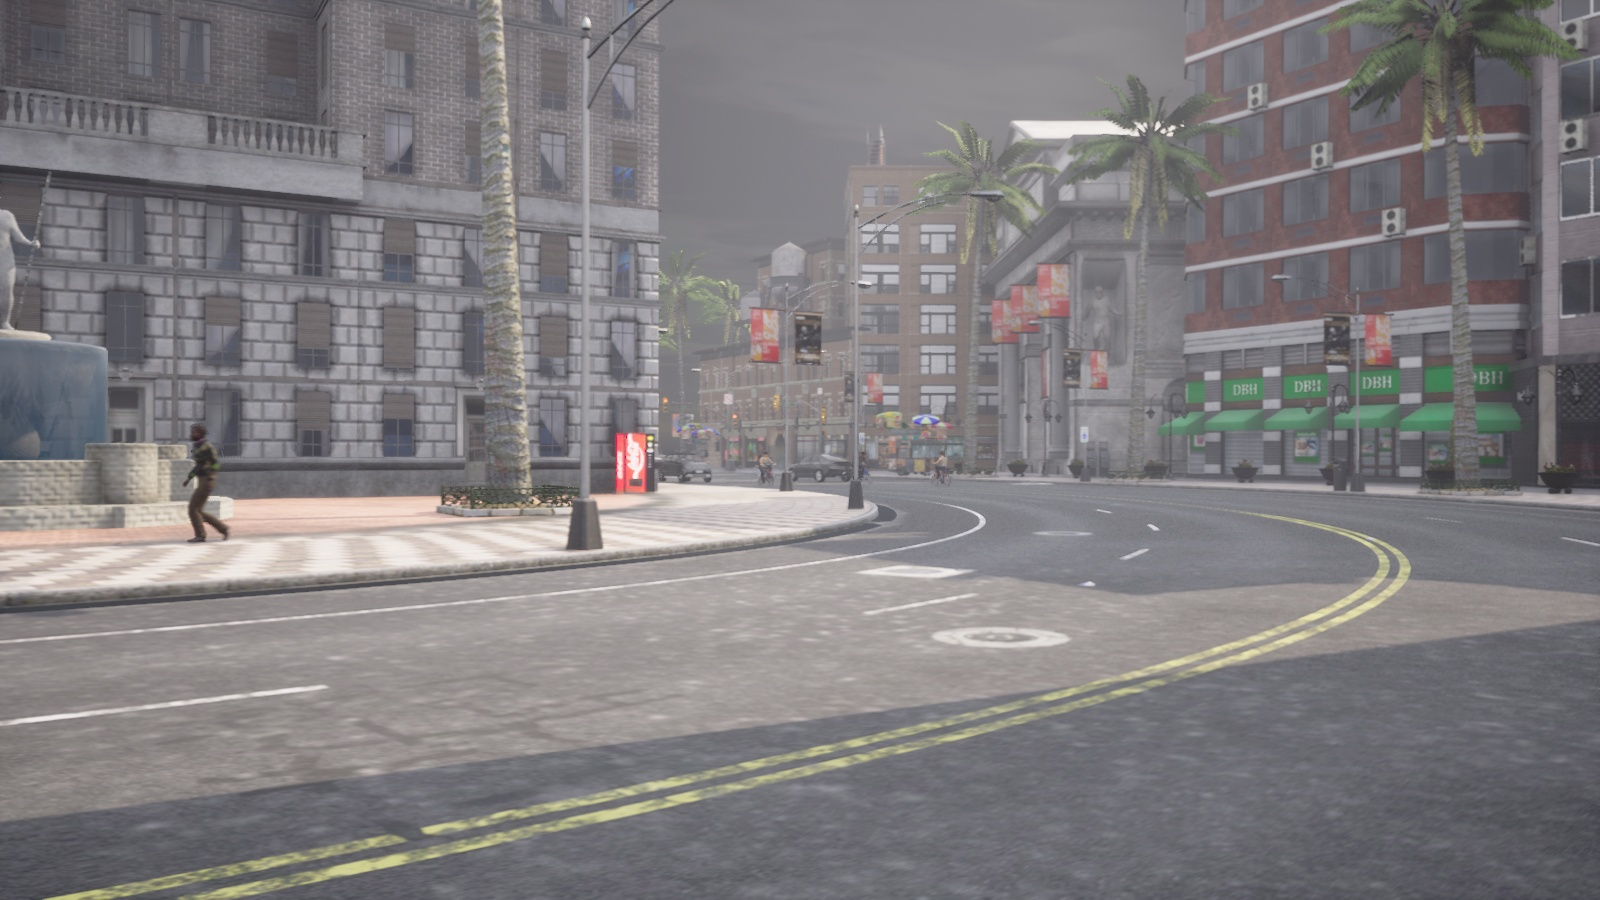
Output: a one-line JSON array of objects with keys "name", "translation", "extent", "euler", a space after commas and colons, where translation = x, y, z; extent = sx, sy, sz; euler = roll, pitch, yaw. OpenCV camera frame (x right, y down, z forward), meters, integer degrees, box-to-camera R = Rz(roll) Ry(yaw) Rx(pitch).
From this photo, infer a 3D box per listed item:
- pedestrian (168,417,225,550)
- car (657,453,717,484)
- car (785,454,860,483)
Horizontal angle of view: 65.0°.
[{"name": "pedestrian", "translation": [-8.926, 0.486, 18.579], "extent": [0.692, 1.930, 0.395], "euler": [0, 0, -38]}, {"name": "car", "translation": [-5.992, 0.951, 66.046], "extent": [1.789, 1.549, 3.705], "euler": [0, 0, -29]}, {"name": "car", "translation": [1.154, 0.963, 67.760], "extent": [1.837, 1.490, 4.892], "euler": [0, 0, -29]}]
